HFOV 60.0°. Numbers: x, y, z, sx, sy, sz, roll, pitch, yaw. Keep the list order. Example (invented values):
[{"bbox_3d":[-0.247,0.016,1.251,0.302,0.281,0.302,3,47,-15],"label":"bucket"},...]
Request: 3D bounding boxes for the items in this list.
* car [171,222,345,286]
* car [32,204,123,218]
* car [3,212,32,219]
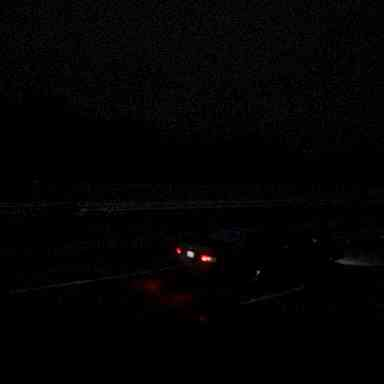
[{"bbox_3d":[2.056,1.569,9.481,5.357,1.411,2.033,0,0,-34],"label":"car"},{"bbox_3d":[-5.455,1.540,17.259,4.674,1.442,1.812,0,0,-35],"label":"car"},{"bbox_3d":[-8.438,1.611,19.441,4.718,1.301,1.895,0,0,-35],"label":"car"}]
